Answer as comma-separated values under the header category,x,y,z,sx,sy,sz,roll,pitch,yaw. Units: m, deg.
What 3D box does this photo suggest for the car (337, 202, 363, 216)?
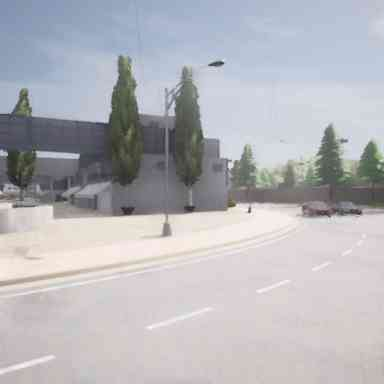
category,x,y,z,sx,sy,sz,roll,pitch,yaw
car,15.497,1.683,33.459,1.994,1.385,4.181,0,0,5

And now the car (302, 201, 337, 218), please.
category,x,y,z,sx,sy,sz,roll,pitch,yaw
car,11.816,1.604,31.654,1.882,1.535,5.008,0,0,8
